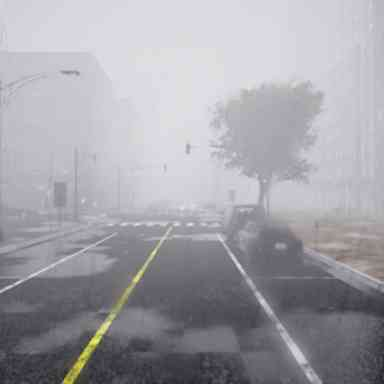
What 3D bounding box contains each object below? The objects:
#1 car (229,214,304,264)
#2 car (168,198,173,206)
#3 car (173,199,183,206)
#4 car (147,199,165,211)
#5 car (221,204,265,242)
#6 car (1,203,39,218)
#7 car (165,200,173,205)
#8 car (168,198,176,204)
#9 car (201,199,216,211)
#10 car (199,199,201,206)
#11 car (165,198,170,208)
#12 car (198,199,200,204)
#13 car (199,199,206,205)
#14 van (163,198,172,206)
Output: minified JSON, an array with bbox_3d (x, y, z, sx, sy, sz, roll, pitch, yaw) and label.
[{"bbox_3d":[2.694,1.709,12.172,1.947,1.339,4.313,0,-1,0],"label":"car"},{"bbox_3d":[-5.679,2.322,72.212,1.967,1.590,4.097,0,-1,0],"label":"car"},{"bbox_3d":[-2.989,2.517,75.277,1.895,1.301,4.718,0,-1,0],"label":"car"},{"bbox_3d":[-5.682,2.150,50.082,2.008,1.369,4.403,0,-1,0],"label":"car"},{"bbox_3d":[2.695,1.523,17.698,2.192,1.841,5.009,0,-1,0],"label":"car"},{"bbox_3d":[-16.421,1.703,30.681,4.403,1.369,2.008,1,-2,-1],"label":"car"},{"bbox_3d":[-5.677,2.608,83.274,1.802,1.307,4.206,0,-1,0],"label":"car"},{"bbox_3d":[-5.676,2.612,94.341,1.967,1.590,4.097,0,-1,0],"label":"car"},{"bbox_3d":[2.698,2.144,50.080,1.887,1.381,4.507,0,-1,0],"label":"car"},{"bbox_3d":[2.700,2.266,61.315,1.752,1.417,4.829,0,-1,0],"label":"car"},{"bbox_3d":[-5.680,2.290,61.147,2.008,1.369,4.403,0,-1,0],"label":"car"},{"bbox_3d":[2.702,2.535,77.741,1.802,1.307,4.206,0,-1,0],"label":"car"},{"bbox_3d":[2.704,2.625,88.976,1.752,1.417,4.829,0,-1,0],"label":"car"},{"bbox_3d":[-5.678,2.295,77.746,1.690,1.788,3.998,0,-1,0],"label":"van"}]
